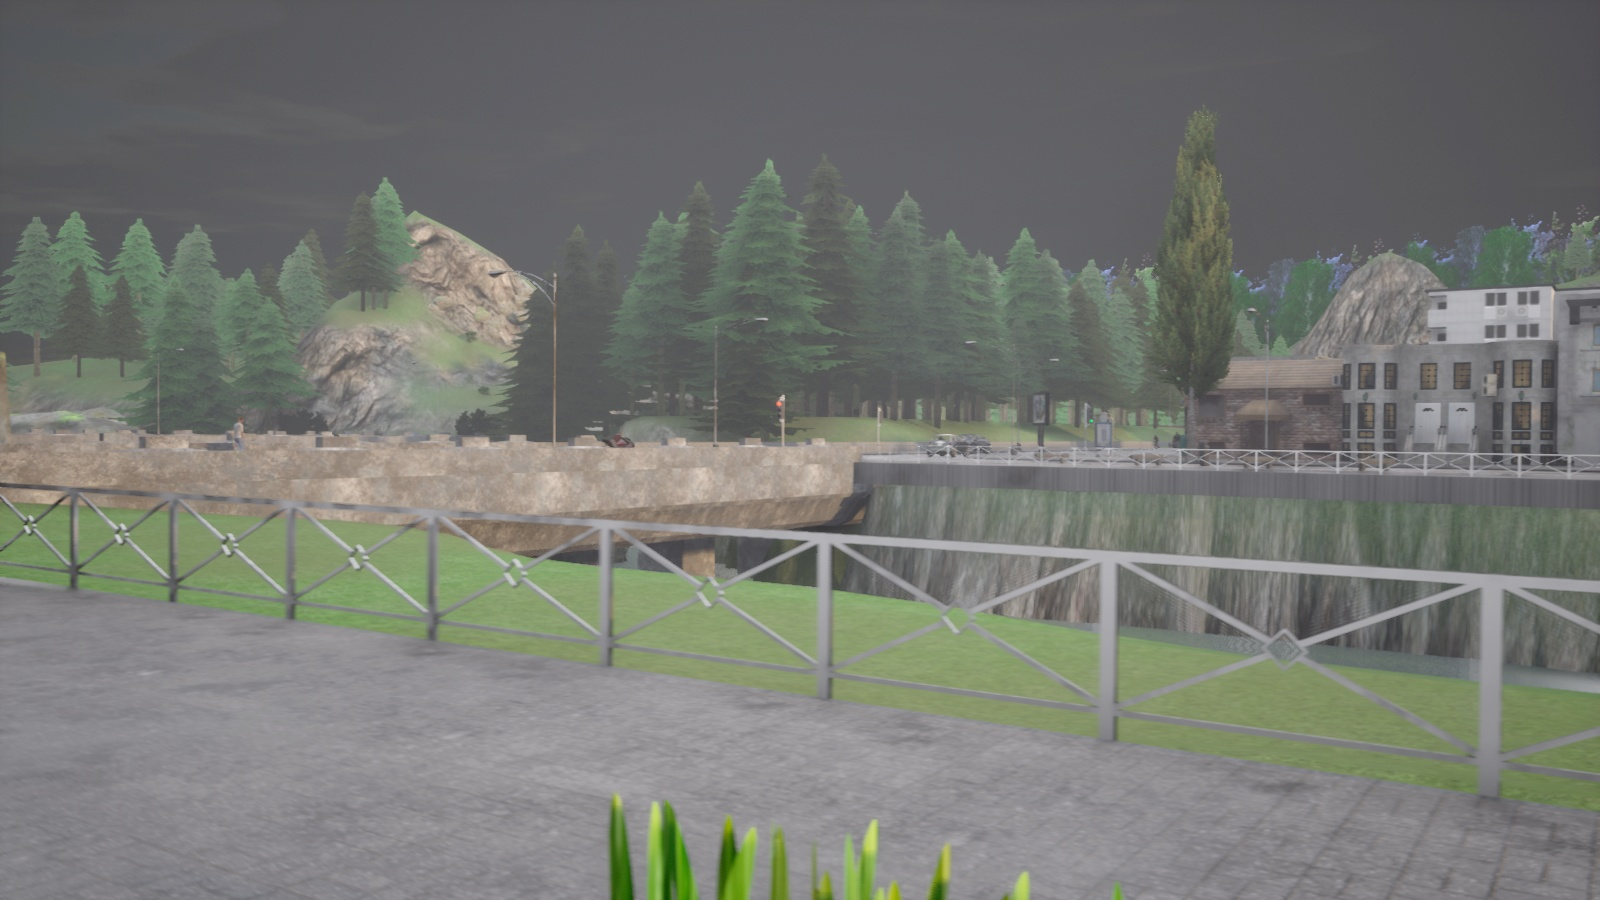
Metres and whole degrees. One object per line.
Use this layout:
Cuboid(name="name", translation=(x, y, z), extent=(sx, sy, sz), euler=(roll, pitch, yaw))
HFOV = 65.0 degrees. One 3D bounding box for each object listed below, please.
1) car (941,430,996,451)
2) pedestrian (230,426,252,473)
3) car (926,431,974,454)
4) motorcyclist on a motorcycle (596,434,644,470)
Cuboid(name="car", translation=(12.504, -0.695, 93.035), extent=(2.128, 1.511, 4.902), euler=(0, 1, 33))
Cuboid(name="pedestrian", translation=(-21.824, -0.030, 49.035), extent=(0.354, 1.836, 0.706), euler=(0, 1, 35))
Cuboid(name="car", translation=(9.770, -0.504, 81.504), extent=(1.970, 1.475, 3.806), euler=(0, 1, 26))
Cuboid(name="motorcyclist on a motorcycle", translation=(-7.887, 0.086, 55.115), extent=(0.866, 1.530, 2.191), euler=(0, 1, 34))
